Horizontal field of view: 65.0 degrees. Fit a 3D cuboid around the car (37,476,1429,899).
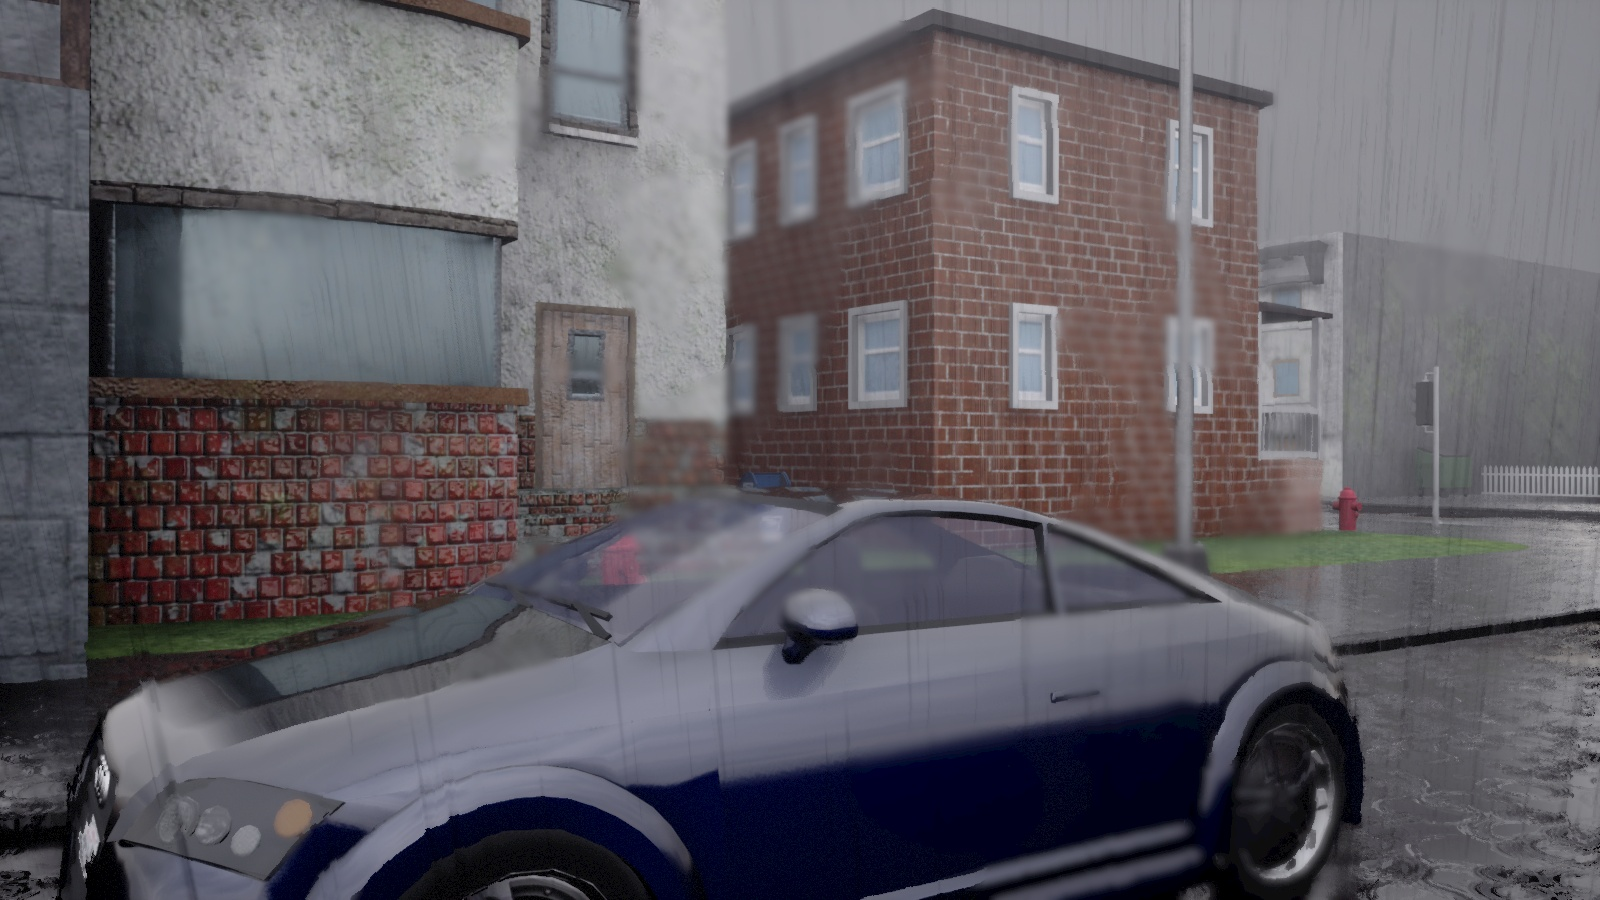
[{"bbox_3d":[-0.072,0.819,4.179,4.181,1.385,1.994,0,0,-32],"label":"car"}]
